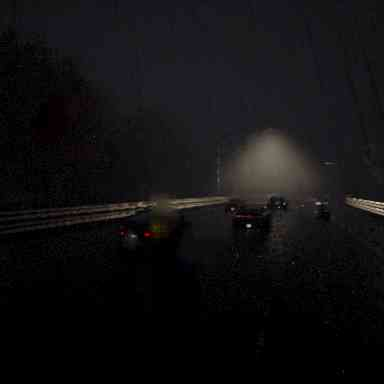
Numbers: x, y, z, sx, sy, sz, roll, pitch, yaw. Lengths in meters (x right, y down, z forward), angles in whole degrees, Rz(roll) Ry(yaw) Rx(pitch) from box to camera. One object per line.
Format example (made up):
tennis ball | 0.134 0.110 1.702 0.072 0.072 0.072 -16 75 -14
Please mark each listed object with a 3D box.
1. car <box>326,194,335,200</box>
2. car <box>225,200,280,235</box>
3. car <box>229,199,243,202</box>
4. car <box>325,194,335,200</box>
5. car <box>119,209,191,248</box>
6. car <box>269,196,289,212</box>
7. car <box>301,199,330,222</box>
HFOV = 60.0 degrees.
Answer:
car | 36.470 1.279 87.452 1.994 1.385 4.181 0 0 23
car | 3.508 1.418 18.476 2.128 1.511 4.902 0 0 18
car | 4.484 1.393 32.771 1.812 1.442 4.674 0 0 18
car | 33.064 1.195 79.774 1.837 1.490 4.892 1 0 24
car | -1.445 1.443 14.371 1.812 1.442 4.674 0 0 17
car | 9.514 1.234 36.642 2.097 1.767 4.553 0 0 19
car | 9.547 1.493 25.829 1.994 1.385 4.181 0 0 18
